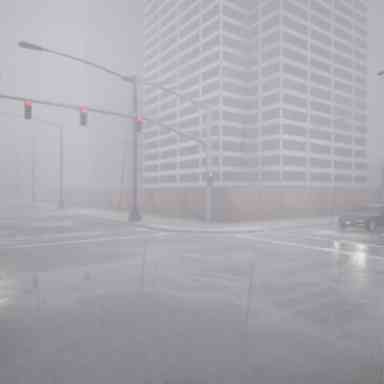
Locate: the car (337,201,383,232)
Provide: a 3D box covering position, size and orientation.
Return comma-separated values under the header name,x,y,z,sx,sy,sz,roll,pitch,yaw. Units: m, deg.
name,x,y,z,sx,sy,sz,roll,pitch,yaw
car,10.841,1.514,20.320,4.892,1.490,1.837,0,0,-35
